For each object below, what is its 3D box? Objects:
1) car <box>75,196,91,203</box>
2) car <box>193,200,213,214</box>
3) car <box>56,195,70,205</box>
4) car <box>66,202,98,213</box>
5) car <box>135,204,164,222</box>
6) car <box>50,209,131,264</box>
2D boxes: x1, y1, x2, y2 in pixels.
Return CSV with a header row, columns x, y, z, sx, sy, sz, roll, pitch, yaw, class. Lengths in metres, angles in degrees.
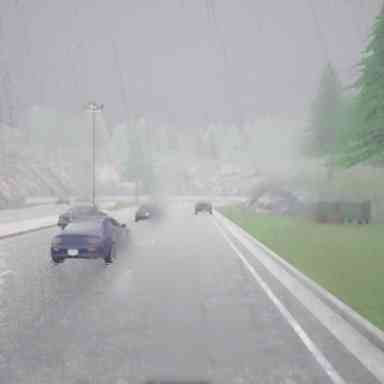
x,y,z,sx,sy,sz,roll,pitch,yaw,class
-26.082,1.759,79.837,1.837,1.490,4.892,0,0,17,car
1.225,1.625,36.283,1.837,1.490,4.892,0,0,0,car
-24.819,1.498,64.171,2.097,1.767,4.553,0,0,-13,car
-6.915,1.619,21.560,2.033,1.411,5.357,0,0,0,car
-3.406,1.654,27.266,1.994,1.385,4.181,0,0,0,car
-3.418,1.565,11.841,1.812,1.442,4.674,0,0,0,car
